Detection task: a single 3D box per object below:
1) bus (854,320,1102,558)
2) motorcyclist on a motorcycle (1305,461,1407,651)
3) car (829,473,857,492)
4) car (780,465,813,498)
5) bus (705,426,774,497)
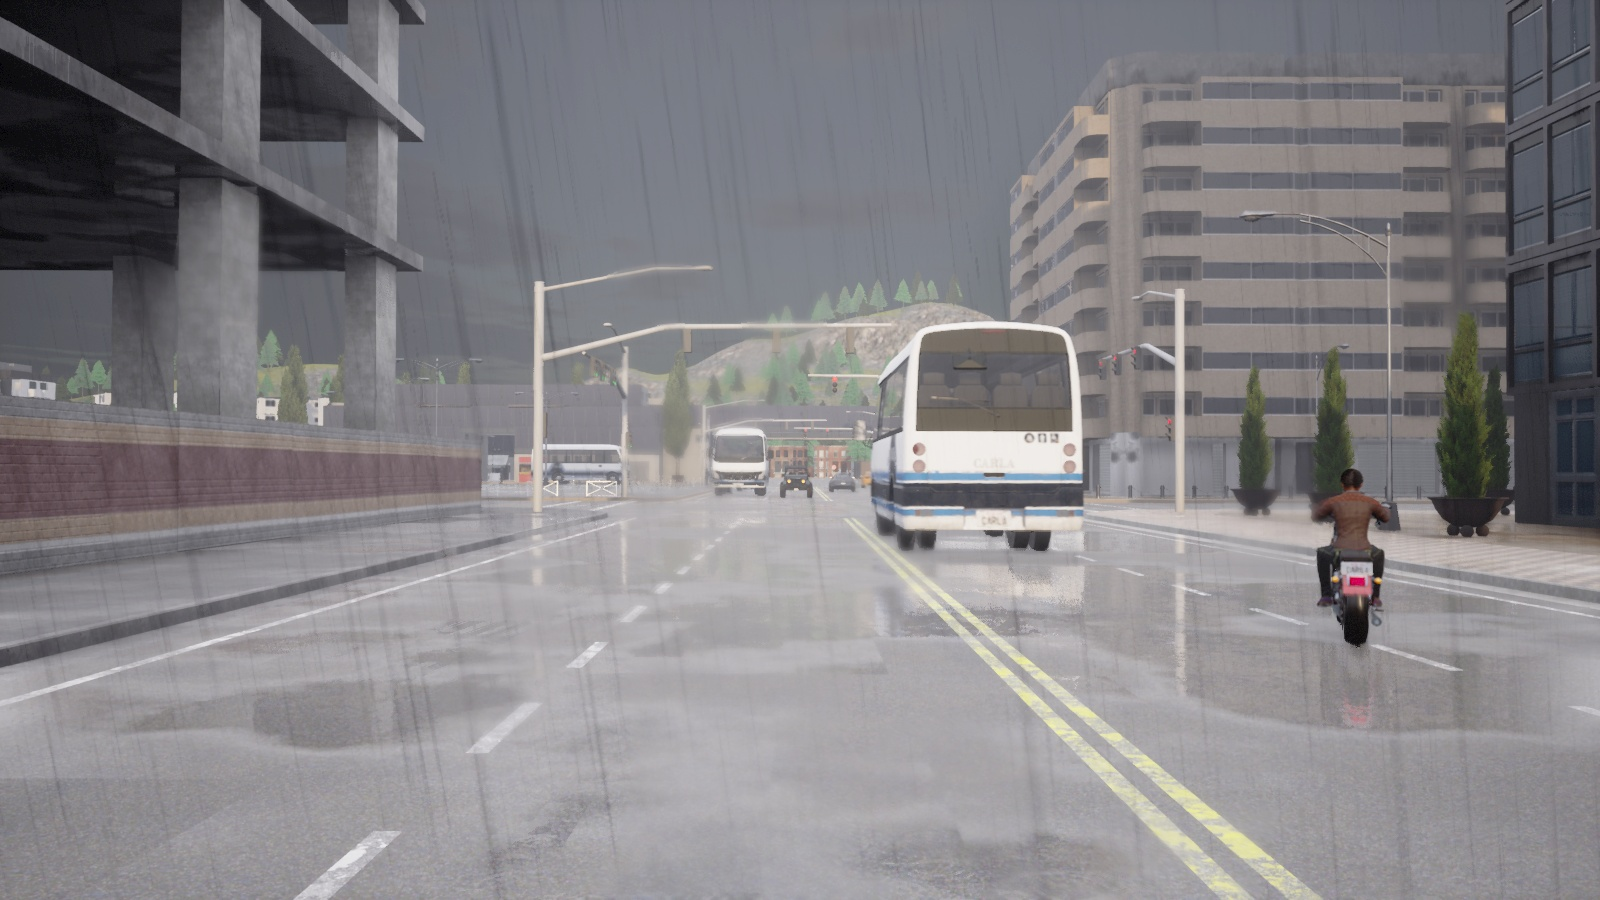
[{"bbox_3d":[3.418,-0.112,27.682,3.944,4.253,10.273,0,-1,0],"label":"bus"},{"bbox_3d":[5.350,0.948,12.197,0.766,1.649,2.350,-1,-1,21],"label":"motorcyclist on a motorcycle"},{"bbox_3d":[3.238,2.469,95.715,1.994,1.385,4.181,0,-1,0],"label":"car"},{"bbox_3d":[-0.204,1.853,74.108,1.905,1.878,3.866,0,-1,0],"label":"car"},{"bbox_3d":[-3.726,0.805,80.699,3.944,4.253,10.273,0,-1,0],"label":"bus"}]
